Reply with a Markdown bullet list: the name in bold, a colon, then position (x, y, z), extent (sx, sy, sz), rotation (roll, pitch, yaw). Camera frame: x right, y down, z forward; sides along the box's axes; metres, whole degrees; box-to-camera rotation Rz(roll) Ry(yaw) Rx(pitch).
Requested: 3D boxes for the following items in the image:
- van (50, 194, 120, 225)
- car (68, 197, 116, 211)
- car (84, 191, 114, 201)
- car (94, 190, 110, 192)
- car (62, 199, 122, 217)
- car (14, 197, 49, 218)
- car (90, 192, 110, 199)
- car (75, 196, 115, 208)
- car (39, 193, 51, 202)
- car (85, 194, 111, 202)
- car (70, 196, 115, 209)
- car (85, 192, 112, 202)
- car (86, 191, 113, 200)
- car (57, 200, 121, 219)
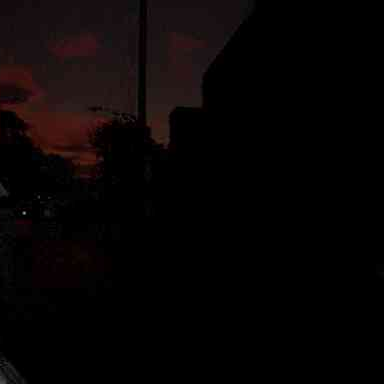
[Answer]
- **van**: position (-7.526, 1.315, 24.131), extent (4.442, 1.987, 1.878), rotation (2, -1, -35)
- **car**: position (-12.406, 1.442, 41.358), extent (5.366, 1.575, 1.946), rotation (2, 1, -35)
- **car**: position (-19.762, 0.869, 70.495), extent (5.566, 2.045, 2.435), rotation (2, 0, -35)
- **car**: position (-17.494, 1.088, 61.812), extent (4.553, 1.767, 2.185), rotation (2, 1, -34)
- **car**: position (-9.809, 1.546, 32.854), extent (5.366, 1.575, 1.946), rotation (2, 0, -35)
- **car**: position (-14.697, 1.498, 30.263), extent (1.837, 1.490, 4.892), rotation (1, 0, -15)
- **car**: position (-23.511, 0.858, 85.051), extent (4.553, 1.767, 2.185), rotation (2, 0, -34)
- **car**: position (-13.762, 1.382, 47.273), extent (4.892, 1.521, 2.231), rotation (1, 1, -35)
- **car**: position (-26.884, 0.930, 61.232), extent (2.097, 1.767, 4.553), rotation (1, 0, -14)
- **car**: position (-19.022, 1.190, 67.614), extent (4.674, 1.452, 2.002), rotation (2, 0, -34)
- **car**: position (-13.166, 1.408, 44.262), extent (5.366, 1.575, 1.946), rotation (1, 1, -35)
- **car**: position (-18.240, 1.056, 64.719), extent (4.553, 1.767, 2.185), rotation (2, 0, -34)
- **car**: position (-22.009, 0.784, 79.227), extent (5.566, 2.045, 2.435), rotation (2, 0, -34)
- **car**: position (-9.176, 1.548, 29.848), extent (5.008, 1.535, 2.097), rotation (2, 0, -35)
